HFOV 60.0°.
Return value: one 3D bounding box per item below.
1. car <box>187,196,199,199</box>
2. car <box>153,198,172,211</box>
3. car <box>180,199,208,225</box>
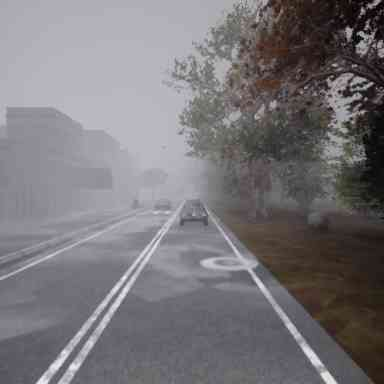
[{"bbox_3d":[0.153,1.286,41.724,1.882,1.535,5.008,0,0,0],"label":"car"},{"bbox_3d":[-3.297,1.371,38.689,2.033,1.411,5.357,0,0,0],"label":"car"},{"bbox_3d":[0.128,1.447,23.104,2.033,1.411,5.357,0,0,0],"label":"car"}]
